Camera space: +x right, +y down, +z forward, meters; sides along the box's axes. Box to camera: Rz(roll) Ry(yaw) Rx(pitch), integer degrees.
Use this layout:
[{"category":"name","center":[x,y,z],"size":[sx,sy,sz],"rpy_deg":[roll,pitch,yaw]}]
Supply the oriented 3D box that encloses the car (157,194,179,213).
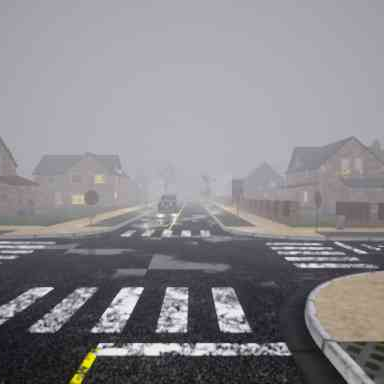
[{"category":"car","center":[-2.735,1.296,38.758],"size":[2.150,2.045,5.566],"rpy_deg":[0,0,0]}]
